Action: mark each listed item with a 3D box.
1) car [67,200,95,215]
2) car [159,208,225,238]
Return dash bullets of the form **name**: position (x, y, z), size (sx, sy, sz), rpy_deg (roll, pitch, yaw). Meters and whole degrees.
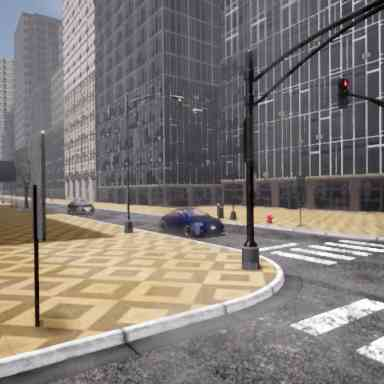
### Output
- **car**: position (-11.556, 1.554, 34.433), size (2.128, 1.511, 4.902), rpy_deg (-1, 0, -35)
- **car**: position (-0.100, 1.601, 18.224), size (1.994, 1.385, 4.181), rpy_deg (-1, 1, -35)
